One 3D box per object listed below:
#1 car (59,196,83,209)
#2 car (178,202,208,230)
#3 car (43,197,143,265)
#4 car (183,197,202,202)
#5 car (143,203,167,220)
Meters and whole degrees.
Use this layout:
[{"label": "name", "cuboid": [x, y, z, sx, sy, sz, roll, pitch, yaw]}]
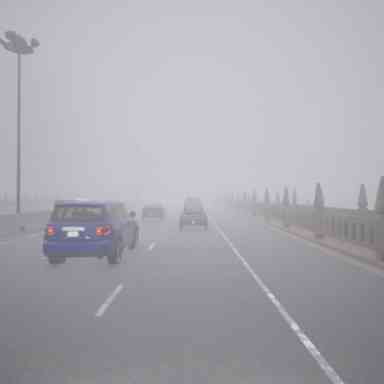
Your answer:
[{"label": "car", "cuboid": [-21.021, 1.753, 58.055, 2.150, 2.045, 5.566, 0, -1, 0]}, {"label": "car", "cuboid": [0.092, 1.684, 22.855, 2.128, 1.511, 4.902, 0, 0, 0]}, {"label": "car", "cuboid": [-3.405, 1.319, 12.199, 2.150, 2.045, 5.566, 0, 0, 0]}, {"label": "car", "cuboid": [0.085, 1.588, 40.578, 2.150, 2.045, 5.566, 0, 0, 0]}, {"label": "car", "cuboid": [-3.412, 1.743, 30.663, 1.882, 1.535, 5.008, 0, -1, 0]}]
